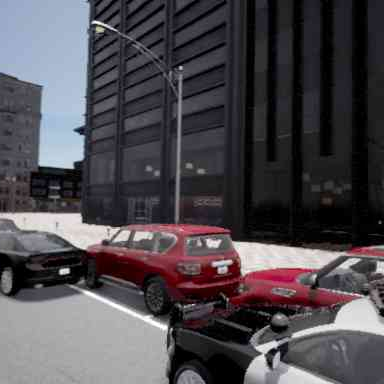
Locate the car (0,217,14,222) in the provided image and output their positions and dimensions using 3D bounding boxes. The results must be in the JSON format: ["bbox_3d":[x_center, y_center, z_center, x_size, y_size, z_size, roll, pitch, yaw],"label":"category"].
[{"bbox_3d":[-8.955,1.871,14.546,2.097,1.767,4.553,4,-4,-43],"label":"car"}]

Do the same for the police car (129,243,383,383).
[{"bbox_3d":[1.710,1.616,2.830,1.930,1.638,5.238,3,-3,-42],"label":"police car"}]

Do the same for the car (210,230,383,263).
[{"bbox_3d":[2.833,1.613,4.431,2.192,1.841,5.009,4,-4,-43],"label":"car"}]

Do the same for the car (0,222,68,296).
[{"bbox_3d":[-5.100,1.860,9.851,5.008,1.535,1.882,-1,-4,39],"label":"car"}]

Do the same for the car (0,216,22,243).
[{"bbox_3d":[-12.507,2.297,20.959,2.008,1.369,4.403,4,-4,-43],"label":"car"}]

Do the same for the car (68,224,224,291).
[{"bbox_3d":[-1.001,1.728,8.565,2.192,1.841,5.009,4,-4,-43],"label":"car"}]
